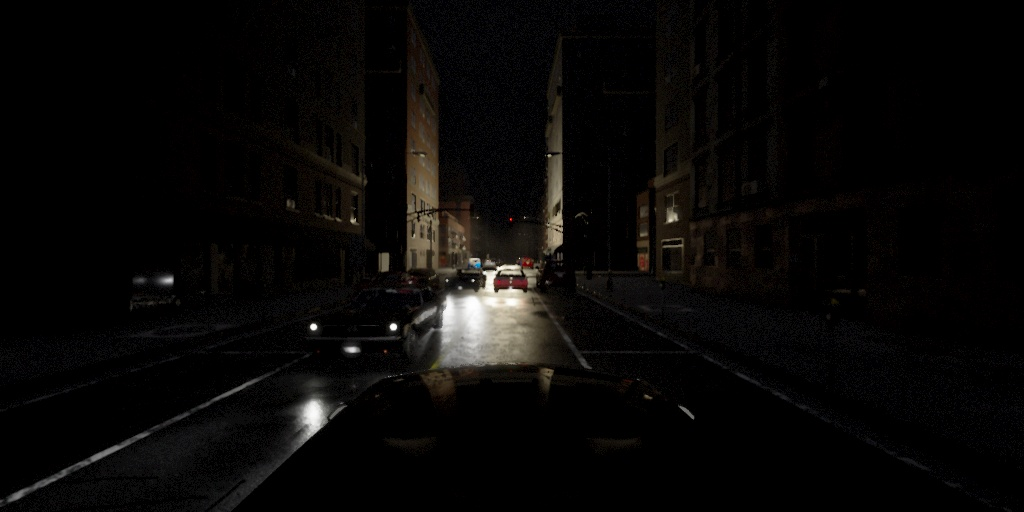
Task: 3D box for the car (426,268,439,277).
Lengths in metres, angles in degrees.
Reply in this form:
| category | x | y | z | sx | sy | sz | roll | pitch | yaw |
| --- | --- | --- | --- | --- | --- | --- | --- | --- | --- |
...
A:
| category | x | y | z | sx | sy | sz | roll | pitch | yaw |
| --- | --- | --- | --- | --- | --- | --- | --- | --- | --- |
| car | -5.463 | 1.386 | 21.464 | 1.948 | 1.339 | 4.313 | 0 | 0 | 0 |

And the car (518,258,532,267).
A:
| category | x | y | z | sx | sy | sz | roll | pitch | yaw |
| --- | --- | --- | --- | --- | --- | --- | --- | --- | --- |
| car | 2.487 | 1.260 | 58.866 | 2.192 | 1.841 | 5.009 | 0 | 0 | 0 |

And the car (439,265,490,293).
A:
| category | x | y | z | sx | sy | sz | roll | pitch | yaw |
| --- | --- | --- | --- | --- | --- | --- | --- | --- | --- |
| car | -2.695 | 1.421 | 21.591 | 1.895 | 1.301 | 4.718 | 0 | 0 | 3 |

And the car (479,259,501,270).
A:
| category | x | y | z | sx | sy | sz | roll | pitch | yaw |
| --- | --- | --- | --- | --- | --- | --- | --- | --- | --- |
| car | -3.029 | 1.463 | 49.947 | 2.033 | 1.411 | 5.357 | 0 | 0 | 0 |

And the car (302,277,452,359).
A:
| category | x | y | z | sx | sy | sz | roll | pitch | yaw |
| --- | --- | --- | --- | --- | --- | --- | --- | --- | --- |
| car | -2.873 | 1.376 | 8.629 | 1.895 | 1.301 | 4.718 | 0 | 0 | 0 |

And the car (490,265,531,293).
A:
| category | x | y | z | sx | sy | sz | roll | pitch | yaw |
| --- | --- | --- | --- | --- | --- | --- | --- | --- | --- |
| car | -0.064 | 1.420 | 21.195 | 1.895 | 1.301 | 4.718 | 0 | 0 | 0 |

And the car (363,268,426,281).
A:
| category | x | y | z | sx | sy | sz | roll | pitch | yaw |
| --- | --- | --- | --- | --- | --- | --- | --- | --- | --- |
| car | -5.442 | 1.346 | 15.953 | 1.888 | 1.381 | 4.507 | 0 | 0 | 0 |

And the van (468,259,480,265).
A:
| category | x | y | z | sx | sy | sz | roll | pitch | yaw |
| --- | --- | --- | --- | --- | --- | --- | --- | --- | --- |
| van | -5.605 | 1.268 | 53.427 | 1.690 | 1.789 | 3.998 | 0 | 0 | 0 |

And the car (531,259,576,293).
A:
| category | x | y | z | sx | sy | sz | roll | pitch | yaw |
| --- | --- | --- | --- | --- | --- | --- | --- | --- | --- |
| car | 2.562 | 1.134 | 21.495 | 2.192 | 1.841 | 5.009 | 0 | 0 | 0 |
